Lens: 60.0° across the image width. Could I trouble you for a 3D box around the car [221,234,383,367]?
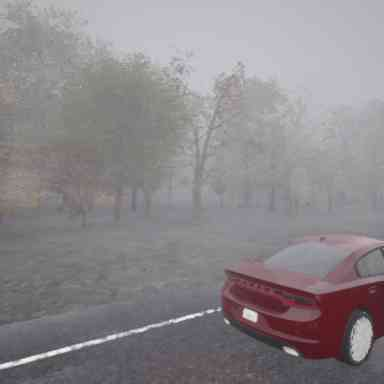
[{"bbox_3d":[2.790,1.493,5.857,5.008,1.535,1.882,0,0,-35],"label":"car"}]
